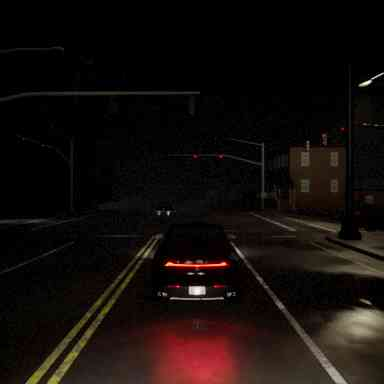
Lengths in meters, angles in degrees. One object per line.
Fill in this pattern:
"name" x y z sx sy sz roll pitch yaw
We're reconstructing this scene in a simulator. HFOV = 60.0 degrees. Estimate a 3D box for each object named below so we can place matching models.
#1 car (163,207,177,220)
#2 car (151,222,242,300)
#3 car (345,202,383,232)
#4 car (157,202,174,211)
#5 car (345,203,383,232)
"car" -3.681 3.610 55.733 2.033 1.411 5.357 0 -12 0
"car" 0.087 1.504 8.336 1.837 1.490 4.892 0 0 0
"car" 14.518 2.076 25.119 5.566 2.045 2.150 8 0 1
"car" -3.668 2.052 45.633 2.033 1.411 5.357 0 -4 0
"car" 16.627 2.397 28.822 5.566 2.045 2.150 9 0 0
